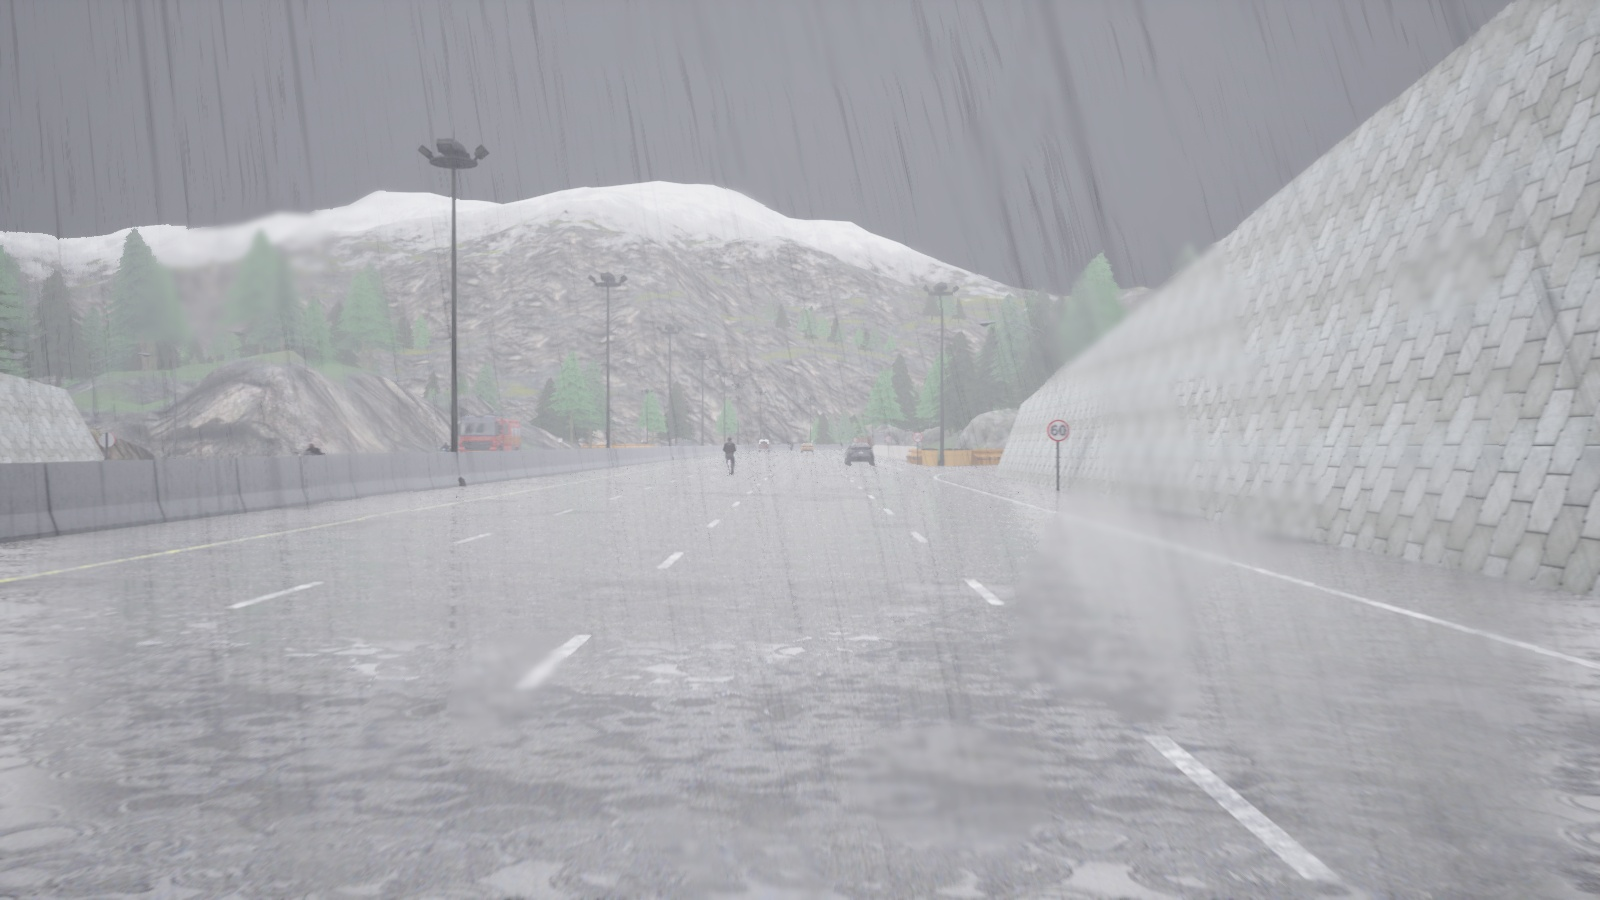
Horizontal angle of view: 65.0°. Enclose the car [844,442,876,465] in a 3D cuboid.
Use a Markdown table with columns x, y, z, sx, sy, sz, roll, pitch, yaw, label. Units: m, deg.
| x | y | z | sx | sy | sz | roll | pitch | yaw | label |
| --- | --- | --- | --- | --- | --- | --- | --- | --- | --- |
| 3.996 | 0.221 | 84.369 | 2.007 | 1.525 | 4.514 | 0 | 0 | 0 | car |
